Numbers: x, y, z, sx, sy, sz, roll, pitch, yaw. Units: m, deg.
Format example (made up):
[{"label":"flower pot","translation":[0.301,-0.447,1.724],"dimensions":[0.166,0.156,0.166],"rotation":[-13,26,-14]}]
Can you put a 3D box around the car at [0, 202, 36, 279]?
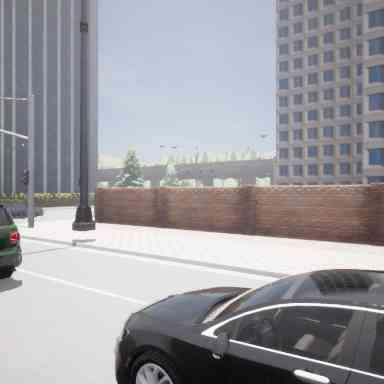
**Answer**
[{"label":"car","translation":[-6.706,1.221,8.745],"dimensions":[5.566,2.045,2.150],"rotation":[0,0,35]}]

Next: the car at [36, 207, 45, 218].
[{"label":"car","translation":[-14.890,1.564,28.413],"dimensions":[1.994,1.385,4.181],"rotation":[0,0,35]}]

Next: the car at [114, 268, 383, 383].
[{"label":"car","translation":[1.377,1.505,3.009],"dimensions":[4.892,1.490,1.837],"rotation":[0,0,35]}]
